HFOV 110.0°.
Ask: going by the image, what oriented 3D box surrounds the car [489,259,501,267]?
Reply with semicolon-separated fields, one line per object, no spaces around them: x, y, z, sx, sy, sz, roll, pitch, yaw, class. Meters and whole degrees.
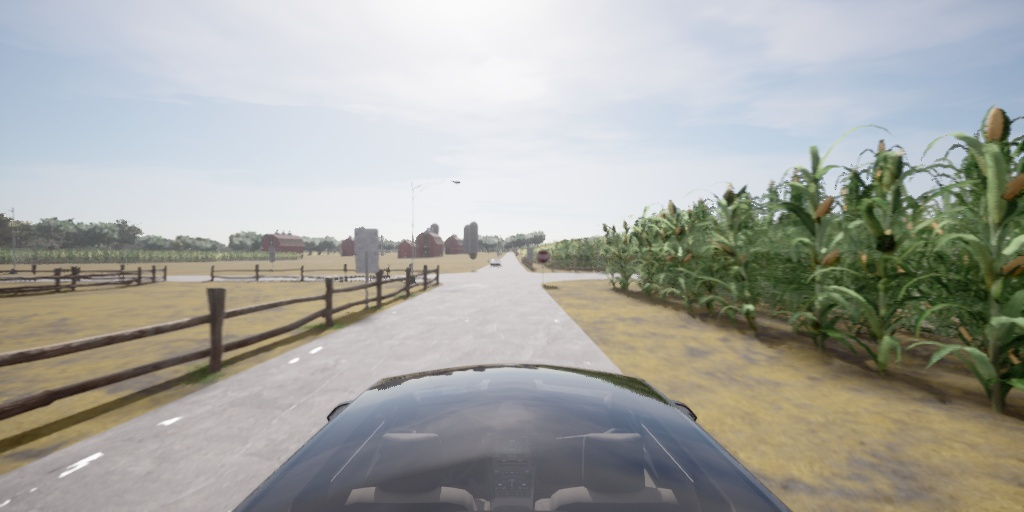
-2.771;1.155;60.959;2.033;1.411;5.357;0;0;0;car
